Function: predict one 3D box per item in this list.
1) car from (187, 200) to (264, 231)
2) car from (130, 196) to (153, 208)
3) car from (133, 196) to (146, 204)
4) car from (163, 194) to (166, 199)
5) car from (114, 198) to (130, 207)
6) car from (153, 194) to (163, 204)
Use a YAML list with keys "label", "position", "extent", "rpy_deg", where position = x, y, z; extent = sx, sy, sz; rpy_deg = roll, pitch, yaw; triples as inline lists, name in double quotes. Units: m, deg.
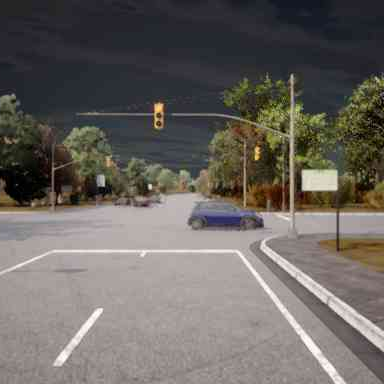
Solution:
- label: "car"
  position: [1.997, 1.347, 20.174]
  extent: [4.553, 1.767, 2.097]
  rpy_deg: [0, 0, 3]
- label: "car"
  position: [-7.145, 1.468, 47.463]
  extent: [1.882, 1.535, 5.008]
  rpy_deg: [0, 0, 0]
- label: "car"
  position: [-10.586, 1.489, 66.945]
  extent: [1.837, 1.490, 4.892]
  rpy_deg: [0, 0, 0]
- label: "car"
  position: [-7.084, 1.186, 78.860]
  extent: [1.882, 1.535, 5.008]
  rpy_deg: [0, 0, 0]
- label: "car"
  position: [-10.645, 1.553, 51.471]
  extent: [1.994, 1.385, 4.181]
  rpy_deg: [0, 0, 0]
- label: "car"
  position: [-7.113, 1.491, 63.786]
  extent: [1.837, 1.490, 4.892]
  rpy_deg: [0, 0, 0]
